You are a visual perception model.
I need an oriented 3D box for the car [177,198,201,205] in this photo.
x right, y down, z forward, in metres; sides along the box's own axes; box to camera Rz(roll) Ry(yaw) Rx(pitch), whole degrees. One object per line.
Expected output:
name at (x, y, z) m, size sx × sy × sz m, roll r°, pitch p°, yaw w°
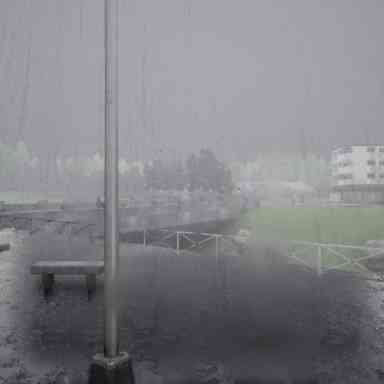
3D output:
car at (-0.361, 1.564, 48.367) m, size 1.994 × 1.385 × 4.181 m, roll 0°, pitch 0°, yaw 36°

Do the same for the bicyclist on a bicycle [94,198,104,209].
bicyclist on a bicycle at (-8.304, 1.349, 29.832) m, size 1.656 × 1.620 × 0.582 m, roll 0°, pitch 0°, yaw 35°
